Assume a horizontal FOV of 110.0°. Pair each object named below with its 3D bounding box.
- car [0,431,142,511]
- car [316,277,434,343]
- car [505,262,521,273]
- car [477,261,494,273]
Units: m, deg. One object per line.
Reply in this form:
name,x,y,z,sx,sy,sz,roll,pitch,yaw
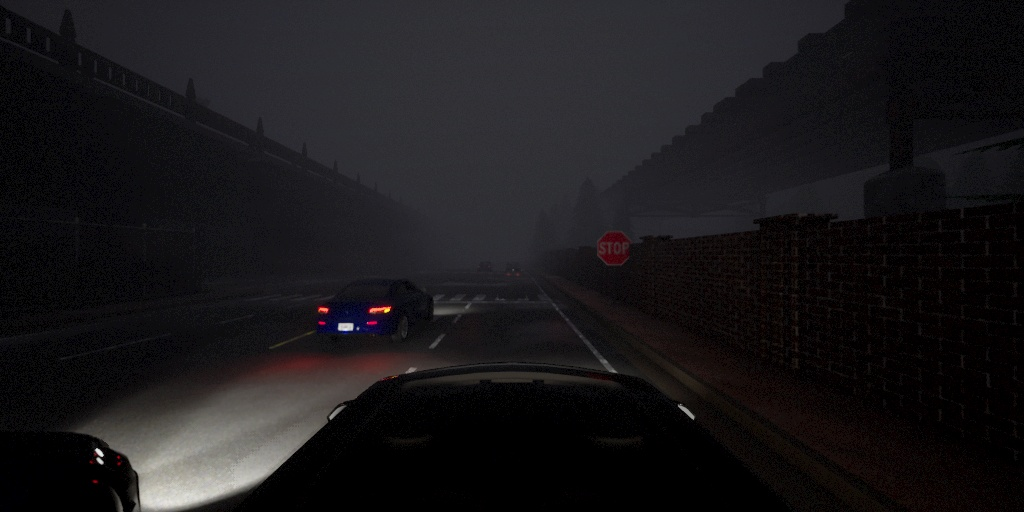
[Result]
car,-3.398,1.312,0.548,1.994,1.385,4.181,0,0,0
car,-3.409,1.288,9.643,1.812,1.442,4.674,0,0,0
car,0.115,1.422,45.938,1.895,1.301,4.718,0,0,-1
car,-3.380,1.368,45.780,2.033,1.411,5.357,0,0,-1
